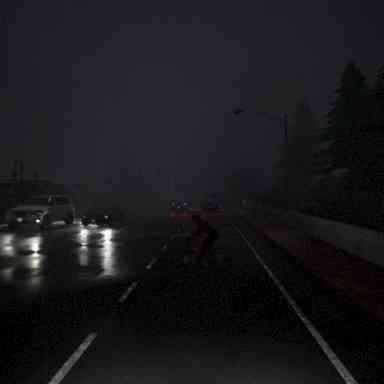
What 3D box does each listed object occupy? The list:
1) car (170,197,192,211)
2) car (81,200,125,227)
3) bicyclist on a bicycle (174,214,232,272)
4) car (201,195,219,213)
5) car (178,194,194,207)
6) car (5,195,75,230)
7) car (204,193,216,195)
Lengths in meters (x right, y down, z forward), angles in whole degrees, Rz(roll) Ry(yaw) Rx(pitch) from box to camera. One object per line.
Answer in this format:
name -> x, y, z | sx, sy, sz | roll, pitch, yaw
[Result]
car -> -1.365, 1.523, 39.732 | 1.812, 1.442, 4.674 | 0, 0, 3
car -> -5.912, 1.523, 22.748 | 1.812, 1.442, 4.674 | 0, 0, 4
bicyclist on a bicycle -> 0.286, 1.448, 9.320 | 1.656, 1.620, 0.582 | -2, 0, 3
car -> 2.026, 1.475, 37.187 | 1.882, 1.535, 5.008 | 0, 0, 3
car -> -0.841, 1.474, 49.062 | 1.882, 1.535, 5.008 | 0, 0, 3
car -> -9.531, 1.221, 21.470 | 2.150, 2.045, 5.566 | 0, 0, 3
car -> 2.562, 1.218, 47.164 | 2.150, 2.045, 5.566 | 0, 0, 3
